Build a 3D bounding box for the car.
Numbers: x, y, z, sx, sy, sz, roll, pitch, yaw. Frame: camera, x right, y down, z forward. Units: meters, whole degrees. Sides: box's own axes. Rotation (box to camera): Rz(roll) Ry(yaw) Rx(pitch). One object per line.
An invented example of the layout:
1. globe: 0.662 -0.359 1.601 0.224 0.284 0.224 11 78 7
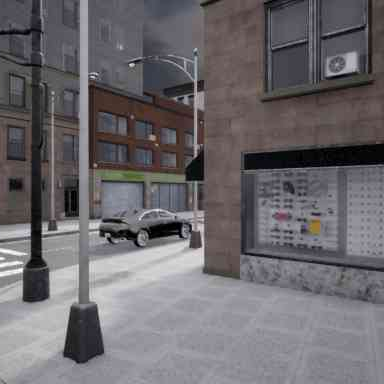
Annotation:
1. car: -1.886 1.459 14.956 2.128 1.511 4.902 0 0 35
